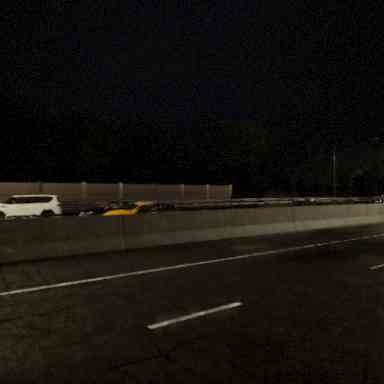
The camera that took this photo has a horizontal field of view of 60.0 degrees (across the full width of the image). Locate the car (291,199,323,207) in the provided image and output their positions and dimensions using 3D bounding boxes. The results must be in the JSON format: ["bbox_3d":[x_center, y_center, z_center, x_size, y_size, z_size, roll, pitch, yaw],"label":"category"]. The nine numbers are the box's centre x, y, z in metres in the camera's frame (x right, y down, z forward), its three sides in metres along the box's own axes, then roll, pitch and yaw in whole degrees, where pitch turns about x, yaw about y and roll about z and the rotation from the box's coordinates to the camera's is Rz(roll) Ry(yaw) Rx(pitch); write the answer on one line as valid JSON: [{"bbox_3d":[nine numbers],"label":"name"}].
[{"bbox_3d":[15.626,1.605,45.192,4.718,1.301,1.895,0,0,-35],"label":"car"}]

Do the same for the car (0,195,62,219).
[{"bbox_3d":[-12.681,1.223,24.905,5.566,2.045,2.150,0,0,-37],"label":"car"}]

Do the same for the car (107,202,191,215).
[{"bbox_3d":[-2.156,1.505,19.648,4.892,1.490,1.837,0,0,-35],"label":"car"}]

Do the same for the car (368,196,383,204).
[{"bbox_3d":[28.561,1.361,50.080,4.553,1.767,2.097,0,0,-35],"label":"car"}]

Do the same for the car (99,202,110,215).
[{"bbox_3d":[-3.498,1.478,22.989,5.008,1.535,1.882,0,0,-35],"label":"car"}]

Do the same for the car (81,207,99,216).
[{"bbox_3d":[-5.979,1.492,25.519,4.902,1.511,2.128,0,0,-35],"label":"car"}]
